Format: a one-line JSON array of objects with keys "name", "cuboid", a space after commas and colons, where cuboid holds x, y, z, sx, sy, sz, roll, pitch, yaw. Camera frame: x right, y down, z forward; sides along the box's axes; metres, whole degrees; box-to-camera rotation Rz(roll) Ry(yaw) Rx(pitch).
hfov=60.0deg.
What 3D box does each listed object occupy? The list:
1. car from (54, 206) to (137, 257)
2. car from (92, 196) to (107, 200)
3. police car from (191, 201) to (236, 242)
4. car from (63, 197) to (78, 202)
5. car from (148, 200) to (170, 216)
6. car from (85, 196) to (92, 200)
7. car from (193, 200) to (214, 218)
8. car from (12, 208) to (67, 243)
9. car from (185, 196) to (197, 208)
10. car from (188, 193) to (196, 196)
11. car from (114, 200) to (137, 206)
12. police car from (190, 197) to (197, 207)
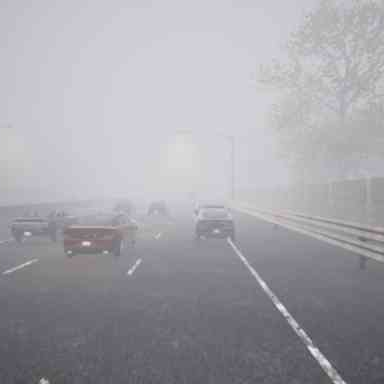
[{"name": "car", "cuboid": [-3.401, 1.520, 13.176, 1.882, 1.535, 5.008, 0, 0, 0]}, {"name": "car", "cuboid": [-17.508, 1.774, 65.173, 1.994, 1.385, 4.181, 0, 0, 0]}, {"name": "police car", "cuboid": [1.049, 1.479, 16.843, 1.930, 1.638, 5.238, 0, 0, 0]}, {"name": "car", "cuboid": [-24.505, 1.745, 67.206, 1.812, 1.442, 4.674, 0, 0, 0]}, {"name": "car", "cuboid": [-3.403, 1.615, 34.372, 1.837, 1.490, 4.892, 0, 0, 0]}, {"name": "car", "cuboid": [-21.005, 1.586, 70.295, 2.097, 1.767, 4.553, 0, 0, 0]}, {"name": "car", "cuboid": [1.047, 1.612, 32.734, 1.837, 1.490, 4.892, 0, 0, 0]}, {"name": "car", "cuboid": [-6.902, 1.543, 16.387, 2.128, 1.511, 4.902, 0, 0, 0]}, {"name": "car", "cuboid": [-0.004, 1.714, 50.601, 2.033, 1.411, 5.357, 0, 0, 0]}, {"name": "car", "cuboid": [-0.005, 1.311, 70.042, 2.150, 2.045, 5.566, 0, 0, 0]}, {"name": "car", "cuboid": [-6.902, 1.615, 34.406, 1.837, 1.490, 4.892, 0, 0, 0]}, {"name": "police car", "cuboid": [1.048, 1.511, 26.844, 1.930, 1.638, 5.238, 0, 0, 0]}]
